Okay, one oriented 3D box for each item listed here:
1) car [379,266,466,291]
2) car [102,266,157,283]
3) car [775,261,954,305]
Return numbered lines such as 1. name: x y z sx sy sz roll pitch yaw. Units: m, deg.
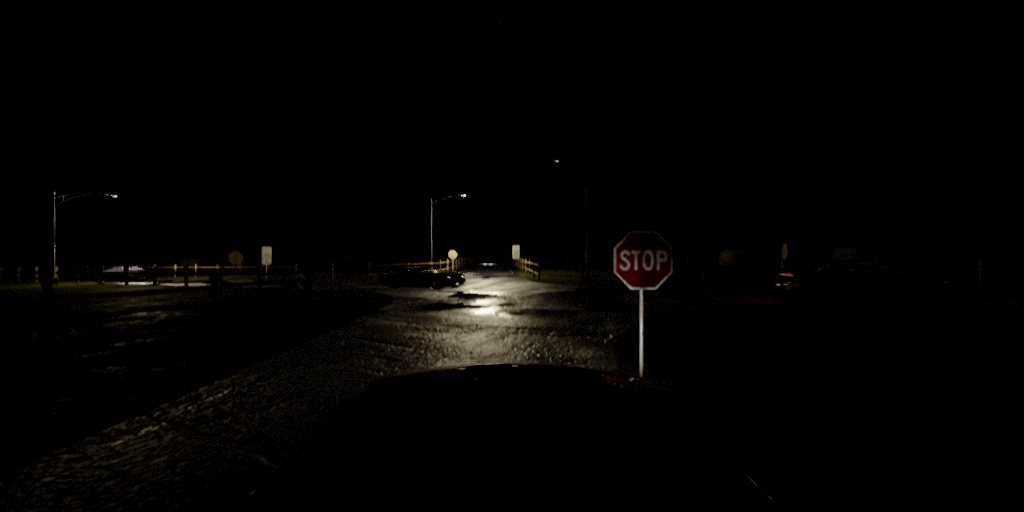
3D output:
1. car: -5.070 1.241 20.440 4.718 1.301 1.895 -1 0 21
2. car: -33.802 1.567 31.532 5.357 1.411 2.033 -1 0 21
3. car: 12.922 0.916 13.495 4.902 1.511 2.128 -1 0 21
